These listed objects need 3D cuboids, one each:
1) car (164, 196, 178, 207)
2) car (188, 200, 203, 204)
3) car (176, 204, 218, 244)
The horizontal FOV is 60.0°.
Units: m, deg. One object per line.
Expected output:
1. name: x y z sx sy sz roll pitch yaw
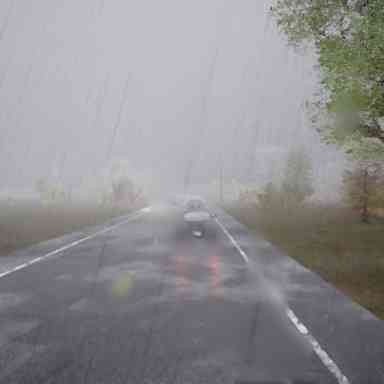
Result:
1. car: -3.162 1.417 50.000 1.882 1.535 5.008 0 0 1
2. car: 0.357 1.511 33.950 2.033 1.411 5.357 0 0 0
3. car: 0.237 1.513 15.728 1.812 1.442 4.674 0 0 1
